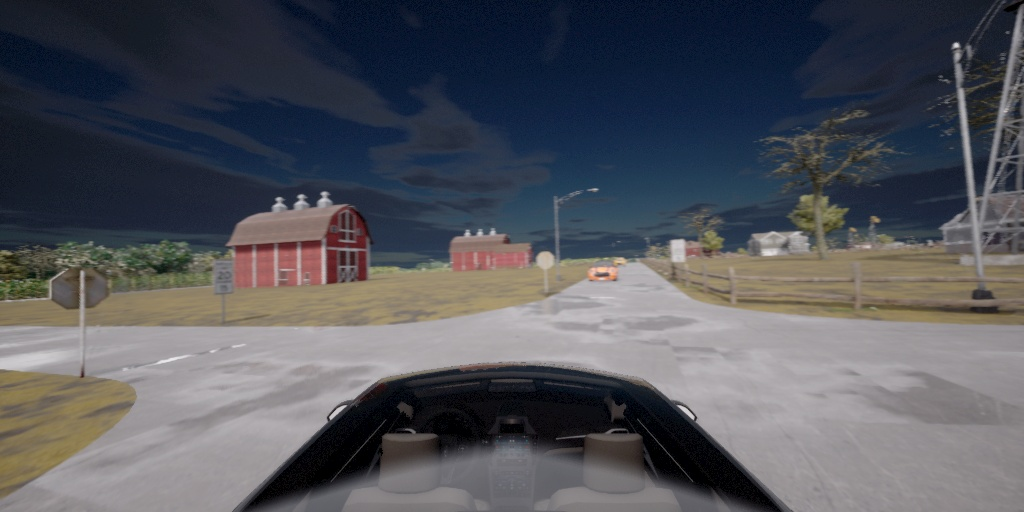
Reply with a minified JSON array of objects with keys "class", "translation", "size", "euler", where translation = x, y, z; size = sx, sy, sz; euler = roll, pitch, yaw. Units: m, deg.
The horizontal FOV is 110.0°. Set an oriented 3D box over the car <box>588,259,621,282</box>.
[{"class":"car","translation":[7.468,1.143,29.167],"size":[2.097,1.767,4.553],"euler":[-2,-1,19]}]
